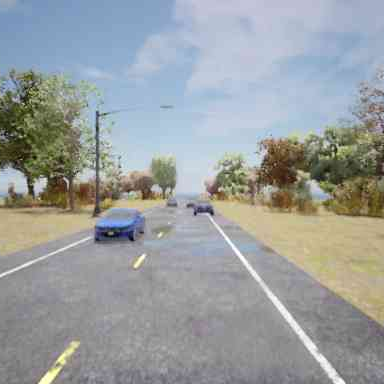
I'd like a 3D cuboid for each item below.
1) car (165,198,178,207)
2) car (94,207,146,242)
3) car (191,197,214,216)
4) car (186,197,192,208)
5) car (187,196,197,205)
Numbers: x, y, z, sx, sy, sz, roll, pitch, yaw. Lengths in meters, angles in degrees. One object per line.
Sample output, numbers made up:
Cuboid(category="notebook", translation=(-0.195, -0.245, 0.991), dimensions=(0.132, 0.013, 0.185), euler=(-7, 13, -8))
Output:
Cuboid(category="car", translation=(-3.543, 1.913, 58.622), dimensions=(1.837, 1.490, 4.892), euler=(0, -1, 1))
Cuboid(category="car", translation=(-3.598, 1.578, 17.256), dimensions=(1.882, 1.535, 5.008), euler=(0, 0, 0))
Cuboid(category="car", translation=(1.226, 1.580, 36.000), dimensions=(2.097, 1.767, 4.553), euler=(0, 0, 0))
Cuboid(category="car", translation=(0.004, 1.976, 54.830), dimensions=(1.895, 1.301, 4.718), euler=(0, -1, 0))
Cuboid(category="car", translation=(0.004, 1.802, 72.358), dimensions=(2.097, 1.767, 4.553), euler=(0, -1, 0))
